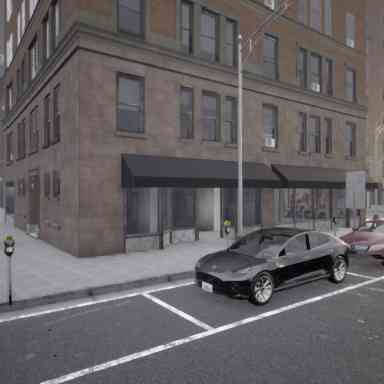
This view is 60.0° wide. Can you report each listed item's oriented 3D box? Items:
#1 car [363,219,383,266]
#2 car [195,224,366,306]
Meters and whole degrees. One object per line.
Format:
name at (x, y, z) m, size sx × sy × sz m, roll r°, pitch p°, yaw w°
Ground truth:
car at (6.540, 1.582, 11.267) m, size 4.206 × 1.307 × 1.802 m, roll 0°, pitch 0°, yaw -36°
car at (2.077, 1.566, 8.049) m, size 4.313 × 1.339 × 1.947 m, roll 0°, pitch 0°, yaw -36°
